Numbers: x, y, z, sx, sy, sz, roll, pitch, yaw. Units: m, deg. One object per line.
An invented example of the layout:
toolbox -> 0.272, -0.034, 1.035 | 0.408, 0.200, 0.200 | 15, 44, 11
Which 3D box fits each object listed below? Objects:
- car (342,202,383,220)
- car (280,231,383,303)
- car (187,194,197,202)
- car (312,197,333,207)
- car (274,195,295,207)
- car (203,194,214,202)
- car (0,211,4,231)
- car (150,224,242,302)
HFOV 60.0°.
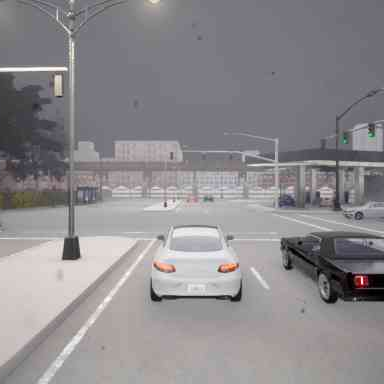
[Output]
car -> 14.899, 1.523, 27.498 | 4.674, 1.442, 1.812 | 0, 0, -1
car -> 3.591, 1.599, 8.128 | 1.895, 1.301, 4.718 | 0, 0, 0
car -> 0.028, 1.250, 72.332 | 2.097, 1.767, 4.553 | 0, 0, 0
car -> 18.975, 1.434, 48.443 | 1.970, 1.475, 3.806 | 0, 0, 0
car -> 13.230, 1.262, 47.682 | 2.242, 1.667, 4.611 | 0, 0, 0
car -> 3.528, 1.257, 72.331 | 2.097, 1.767, 4.553 | 0, 0, 0
car -> -11.994, 1.551, 19.125 | 1.895, 1.301, 4.718 | 0, 0, -26
car -> 0.085, 1.517, 8.145 | 1.812, 1.442, 4.674 | 0, 0, 0
